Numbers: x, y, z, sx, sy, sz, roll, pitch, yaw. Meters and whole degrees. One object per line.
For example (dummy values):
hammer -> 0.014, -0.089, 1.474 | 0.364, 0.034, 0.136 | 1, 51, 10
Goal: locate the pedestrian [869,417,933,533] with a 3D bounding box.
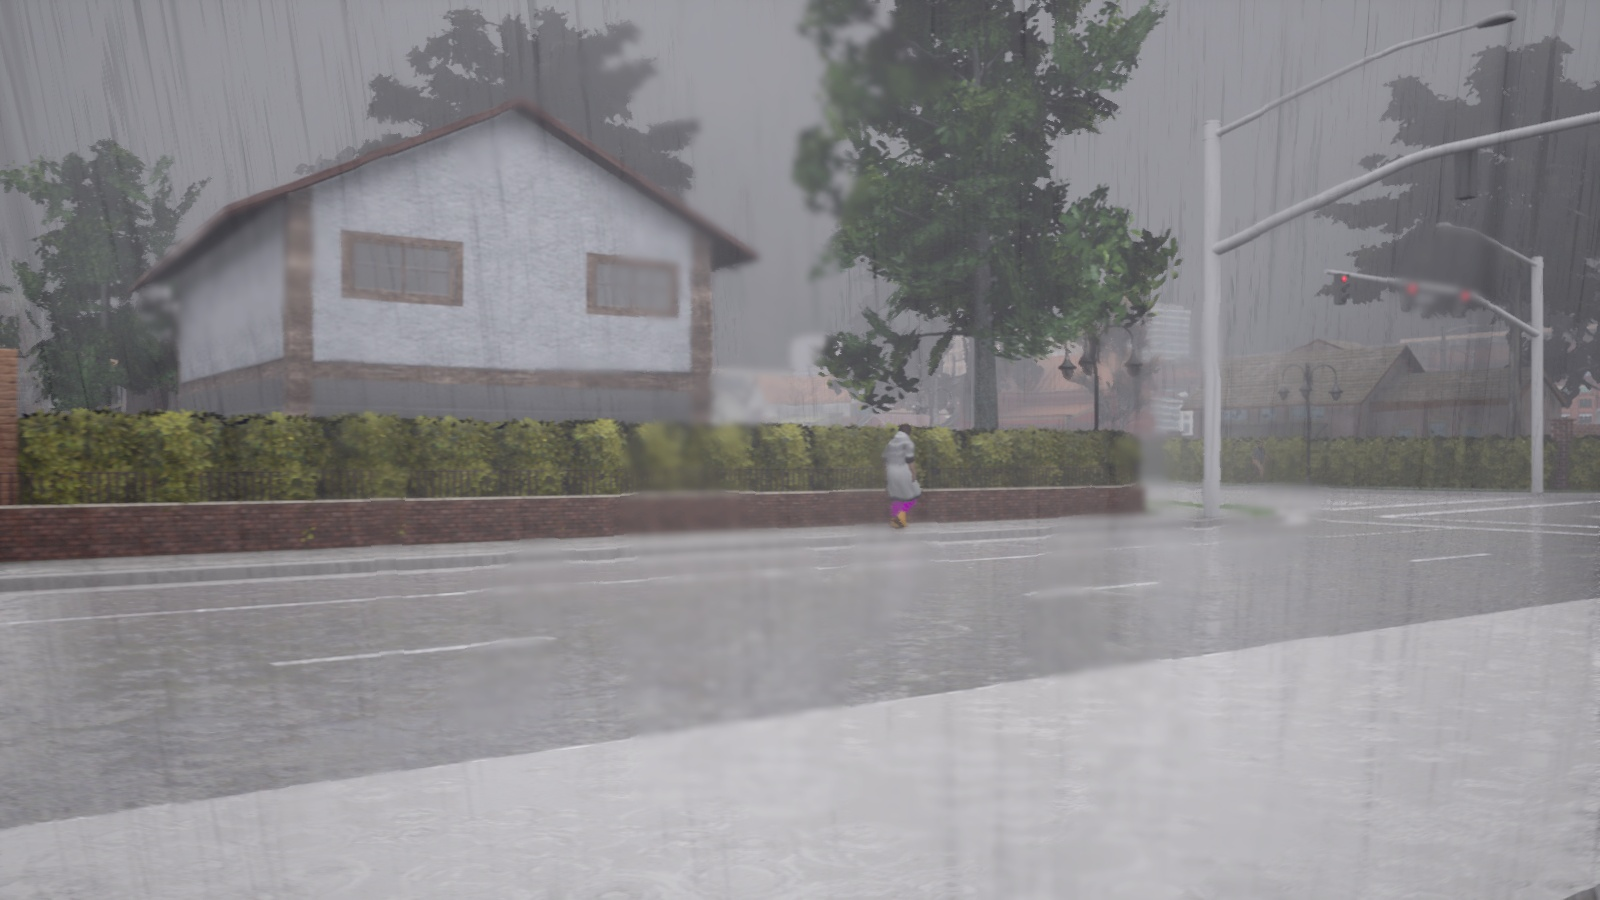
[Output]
pedestrian -> 1.730, 0.417, 21.535 | 0.873, 1.952, 0.659 | 0, 0, -36

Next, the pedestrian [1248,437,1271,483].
pedestrian -> 18.598, 0.390, 50.804 | 0.540, 1.848, 0.694 | 0, 0, -34
